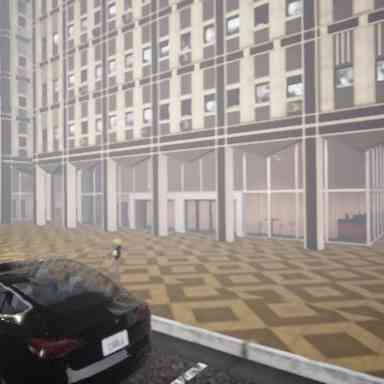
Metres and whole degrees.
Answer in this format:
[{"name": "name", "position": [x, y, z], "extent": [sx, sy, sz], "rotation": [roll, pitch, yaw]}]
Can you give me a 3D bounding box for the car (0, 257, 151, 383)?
[{"name": "car", "position": [-2.482, 1.608, 4.645], "extent": [4.313, 1.339, 1.947], "rotation": [-1, -1, 35]}]
